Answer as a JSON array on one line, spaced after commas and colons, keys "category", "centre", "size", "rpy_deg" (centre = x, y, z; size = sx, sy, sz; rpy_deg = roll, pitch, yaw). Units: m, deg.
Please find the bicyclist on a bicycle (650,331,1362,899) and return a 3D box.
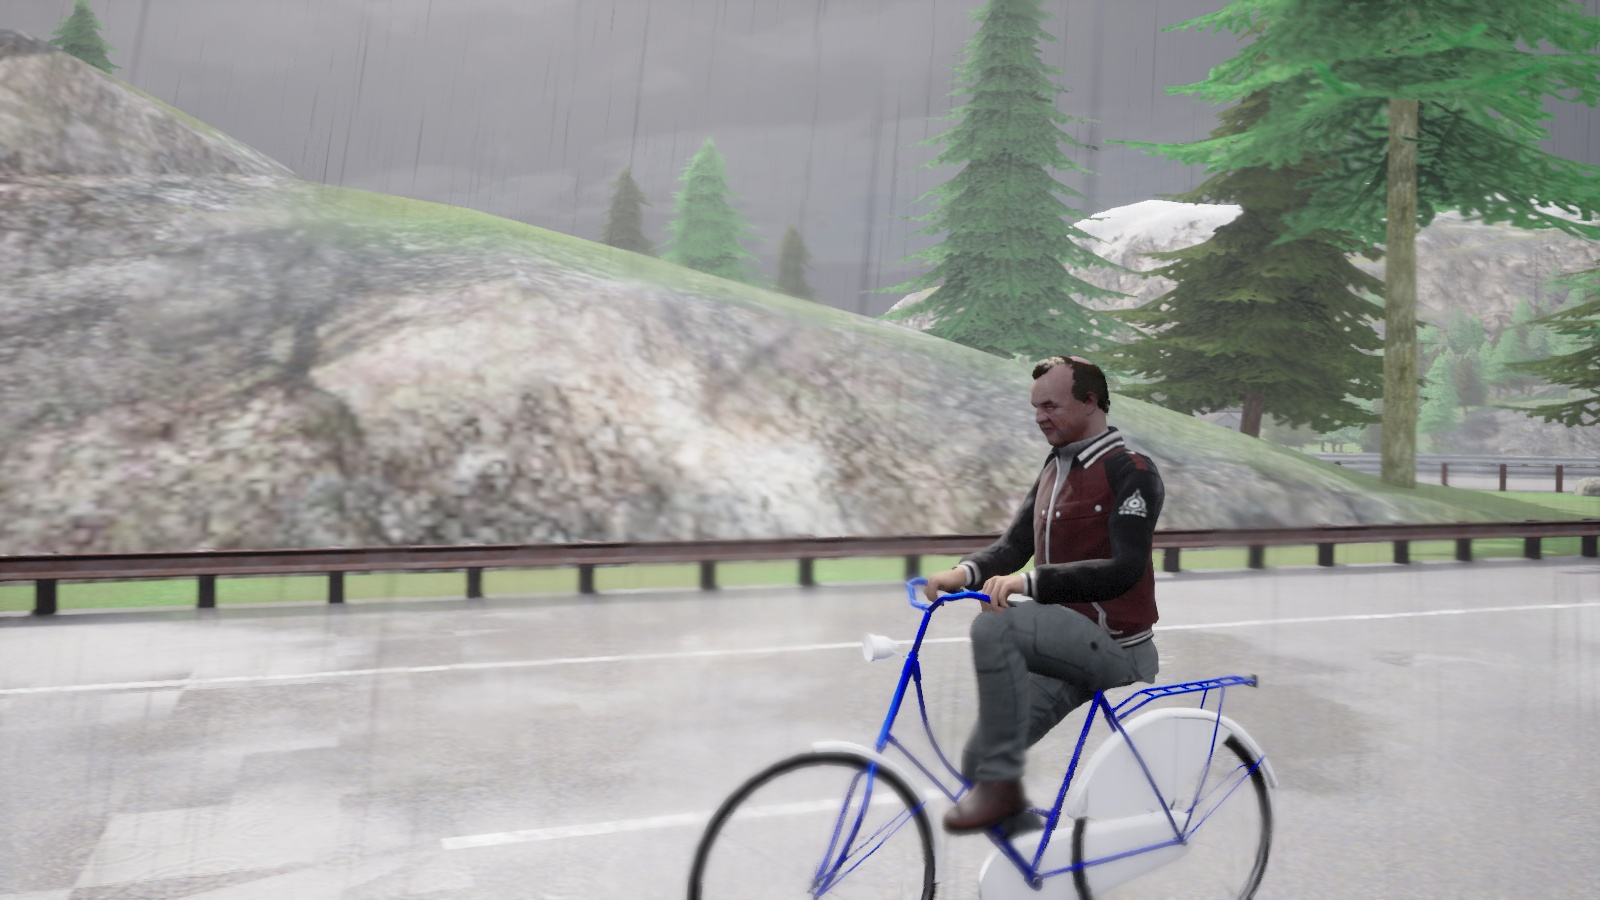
[{"category": "bicyclist on a bicycle", "centre": [0.576, 0.606, 3.457], "size": [1.843, 1.776, 0.659], "rpy_deg": [-1, 1, -21]}]
